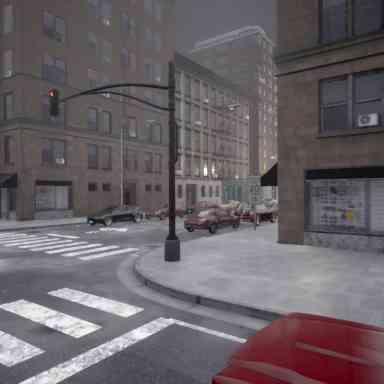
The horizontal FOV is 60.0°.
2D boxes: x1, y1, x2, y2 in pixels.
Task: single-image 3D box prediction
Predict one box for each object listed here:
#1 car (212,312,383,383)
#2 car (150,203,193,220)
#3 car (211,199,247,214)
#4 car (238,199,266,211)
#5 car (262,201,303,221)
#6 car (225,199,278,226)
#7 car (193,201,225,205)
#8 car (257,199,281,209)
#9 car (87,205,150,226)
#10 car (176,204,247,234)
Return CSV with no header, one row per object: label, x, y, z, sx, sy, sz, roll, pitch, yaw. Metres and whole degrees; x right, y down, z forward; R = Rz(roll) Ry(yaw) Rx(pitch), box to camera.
car,2.397,1.601,1.981,4.718,1.301,1.895,0,0,36
car,-2.132,1.604,28.016,1.802,1.307,4.206,0,0,36
car,4.186,1.545,36.856,1.752,1.417,4.829,0,0,36
car,7.493,1.600,41.485,1.802,1.307,4.206,0,0,36
car,7.706,1.495,27.980,1.752,1.417,4.829,0,0,36
car,4.398,1.412,23.352,1.967,1.590,4.097,0,0,36
car,1.077,1.565,32.505,1.887,1.381,4.507,0,0,36
car,10.701,1.601,45.974,1.802,1.307,4.206,0,0,36
car,-5.340,1.590,23.526,1.947,1.339,4.313,0,0,36
car,1.190,1.555,18.861,1.802,1.307,4.206,0,0,36
